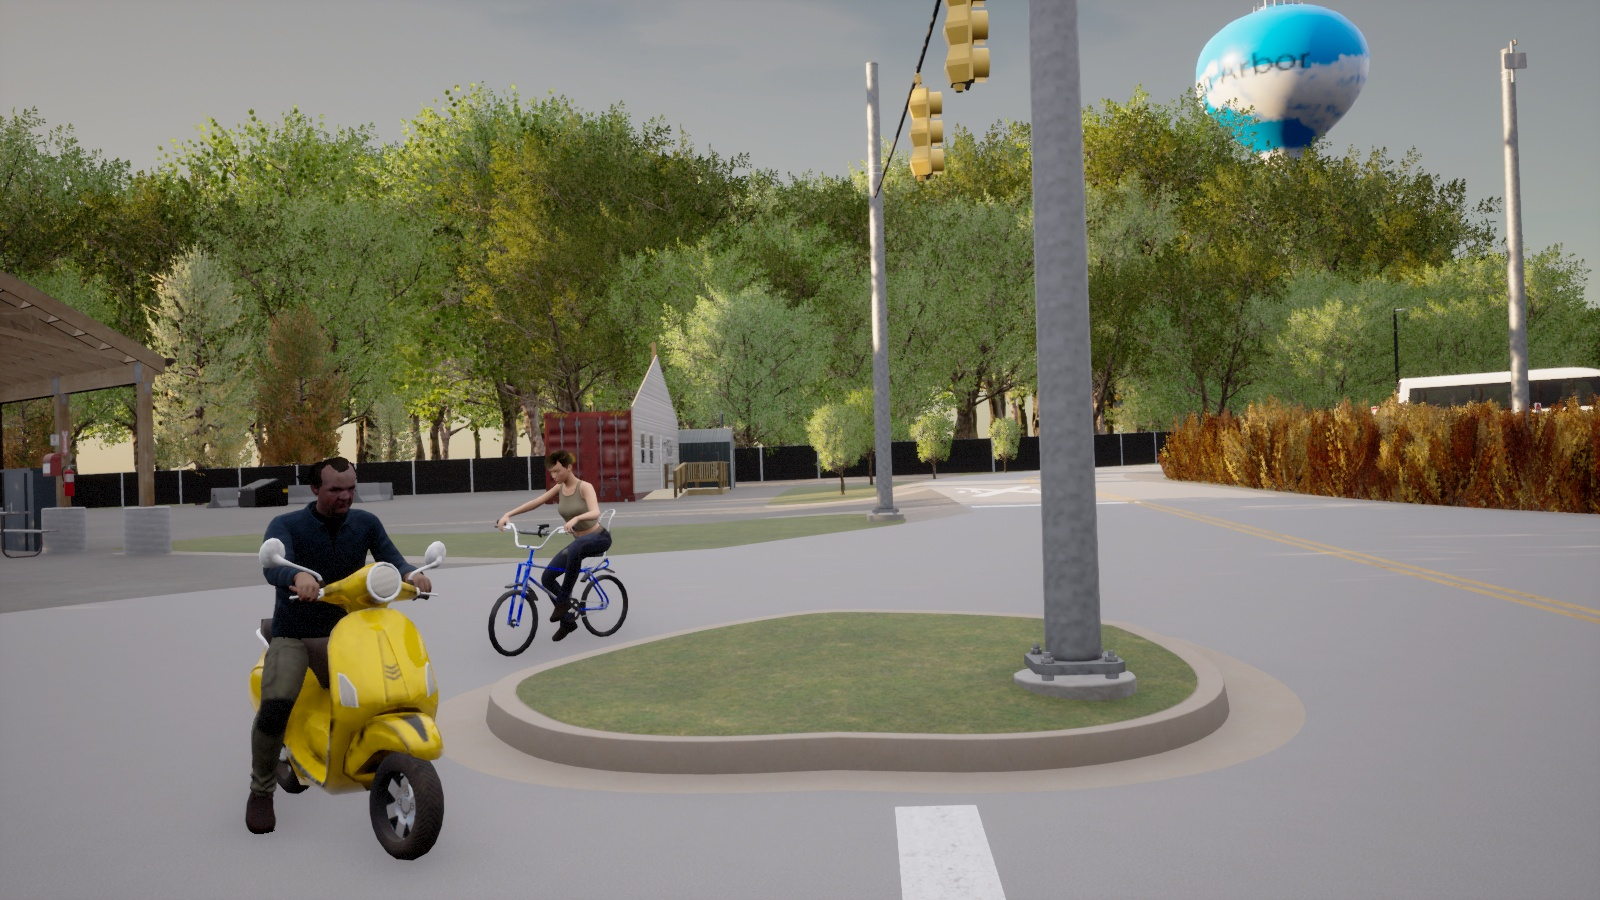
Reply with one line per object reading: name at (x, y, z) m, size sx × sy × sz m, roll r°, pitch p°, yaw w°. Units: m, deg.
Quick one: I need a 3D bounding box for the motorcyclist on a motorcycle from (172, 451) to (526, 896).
motorcyclist on a motorcycle at (-2.028, 0.809, 5.479) m, size 0.866 × 1.590 × 1.817 m, roll 0°, pitch 0°, yaw -40°

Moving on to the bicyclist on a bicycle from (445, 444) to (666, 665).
bicyclist on a bicycle at (-1.979, 0.793, 10.329) m, size 0.866 × 1.612 × 1.509 m, roll -1°, pitch 2°, yaw 39°

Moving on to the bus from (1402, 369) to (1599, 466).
bus at (36.168, -1.574, 63.085) m, size 10.273 × 4.253 × 3.944 m, roll -3°, pitch -1°, yaw 22°
